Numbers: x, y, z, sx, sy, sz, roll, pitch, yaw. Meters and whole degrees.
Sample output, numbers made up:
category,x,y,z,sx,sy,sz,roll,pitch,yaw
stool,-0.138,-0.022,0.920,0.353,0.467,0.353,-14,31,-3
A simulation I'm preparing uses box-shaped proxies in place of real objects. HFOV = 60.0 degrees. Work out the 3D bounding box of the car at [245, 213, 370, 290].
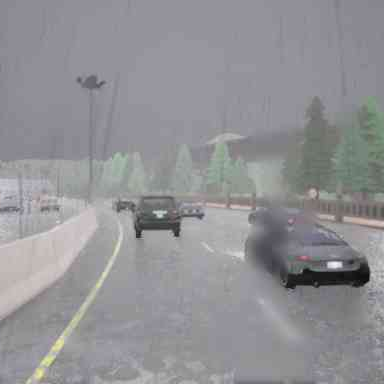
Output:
category,x,y,z,sx,sy,sz,roll,pitch,yaw
car,2.839,1.517,9.086,1.994,1.385,4.181,0,0,-6

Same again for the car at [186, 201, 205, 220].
category,x,y,z,sx,sy,sz,roll,pitch,yaw
car,-0.521,1.432,26.516,2.033,1.411,5.357,0,0,-16

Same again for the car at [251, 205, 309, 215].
category,x,y,z,sx,sy,sz,roll,pitch,yaw
car,4.919,1.452,18.826,2.033,1.411,5.357,0,0,-11

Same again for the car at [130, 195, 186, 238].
category,x,y,z,sx,sy,sz,roll,pitch,yaw
car,-1.972,1.149,17.602,2.150,2.045,5.566,0,0,-11

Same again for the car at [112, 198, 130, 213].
category,x,y,z,sx,sy,sz,roll,pitch,yaw
car,-7.305,1.367,35.395,1.837,1.490,4.892,0,0,-21
